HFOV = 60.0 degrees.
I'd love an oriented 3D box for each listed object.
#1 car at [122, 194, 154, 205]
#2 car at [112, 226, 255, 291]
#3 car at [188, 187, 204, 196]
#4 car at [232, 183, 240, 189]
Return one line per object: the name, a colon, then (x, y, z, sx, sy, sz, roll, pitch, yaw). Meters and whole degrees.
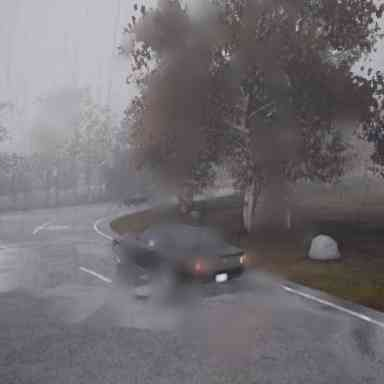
car: (-7.220, 0.944, 44.866, 1.895, 1.301, 4.718, 0, 3, 31)
car: (-0.580, 1.584, 9.126, 1.895, 1.301, 4.718, 0, 0, -34)
car: (0.088, -0.130, 55.742, 2.128, 1.511, 4.902, 0, 5, 37)
car: (9.993, -1.418, 67.847, 2.128, 1.511, 4.902, 0, 5, 41)
